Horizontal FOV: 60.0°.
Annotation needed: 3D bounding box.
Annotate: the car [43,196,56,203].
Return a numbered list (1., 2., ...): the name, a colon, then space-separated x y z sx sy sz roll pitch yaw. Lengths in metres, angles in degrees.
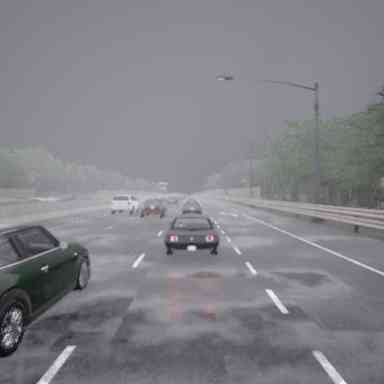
1. car: -27.987 1.614 66.584 1.812 1.442 4.674 0 0 0

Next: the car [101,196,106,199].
1. car: -17.487 1.614 68.042 1.882 1.535 5.008 0 0 0

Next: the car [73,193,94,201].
1. car: -20.988 1.399 65.518 2.150 2.045 5.566 0 0 0

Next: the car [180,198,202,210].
1. car: 0.004 1.642 35.045 1.994 1.385 4.181 0 0 0

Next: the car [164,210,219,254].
1. car: -0.002 1.613 13.477 1.895 1.301 4.718 0 0 0

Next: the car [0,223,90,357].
1. car: -3.504 1.359 6.213 2.097 1.767 4.553 0 0 0

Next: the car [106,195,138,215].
1. car: -6.996 1.308 35.117 2.150 2.045 5.566 0 0 0

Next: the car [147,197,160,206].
1. car: -6.989 1.688 61.142 1.812 1.442 4.674 0 0 0

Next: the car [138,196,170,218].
1. car: -3.498 1.419 31.399 2.097 1.767 4.553 0 0 0

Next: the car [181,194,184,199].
1. car: -3.483 1.708 83.274 1.812 1.442 4.674 0 0 0

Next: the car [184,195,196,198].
1. car: 0.011 1.701 61.138 2.033 1.411 5.357 0 0 0

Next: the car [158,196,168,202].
1. car: -6.984 1.726 81.272 2.033 1.411 5.357 0 0 0

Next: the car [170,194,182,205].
1. car: -3.490 1.649 61.149 2.128 1.511 4.902 0 0 0

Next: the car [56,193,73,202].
1. car: -24.488 1.311 66.554 2.150 2.045 5.566 0 0 0
